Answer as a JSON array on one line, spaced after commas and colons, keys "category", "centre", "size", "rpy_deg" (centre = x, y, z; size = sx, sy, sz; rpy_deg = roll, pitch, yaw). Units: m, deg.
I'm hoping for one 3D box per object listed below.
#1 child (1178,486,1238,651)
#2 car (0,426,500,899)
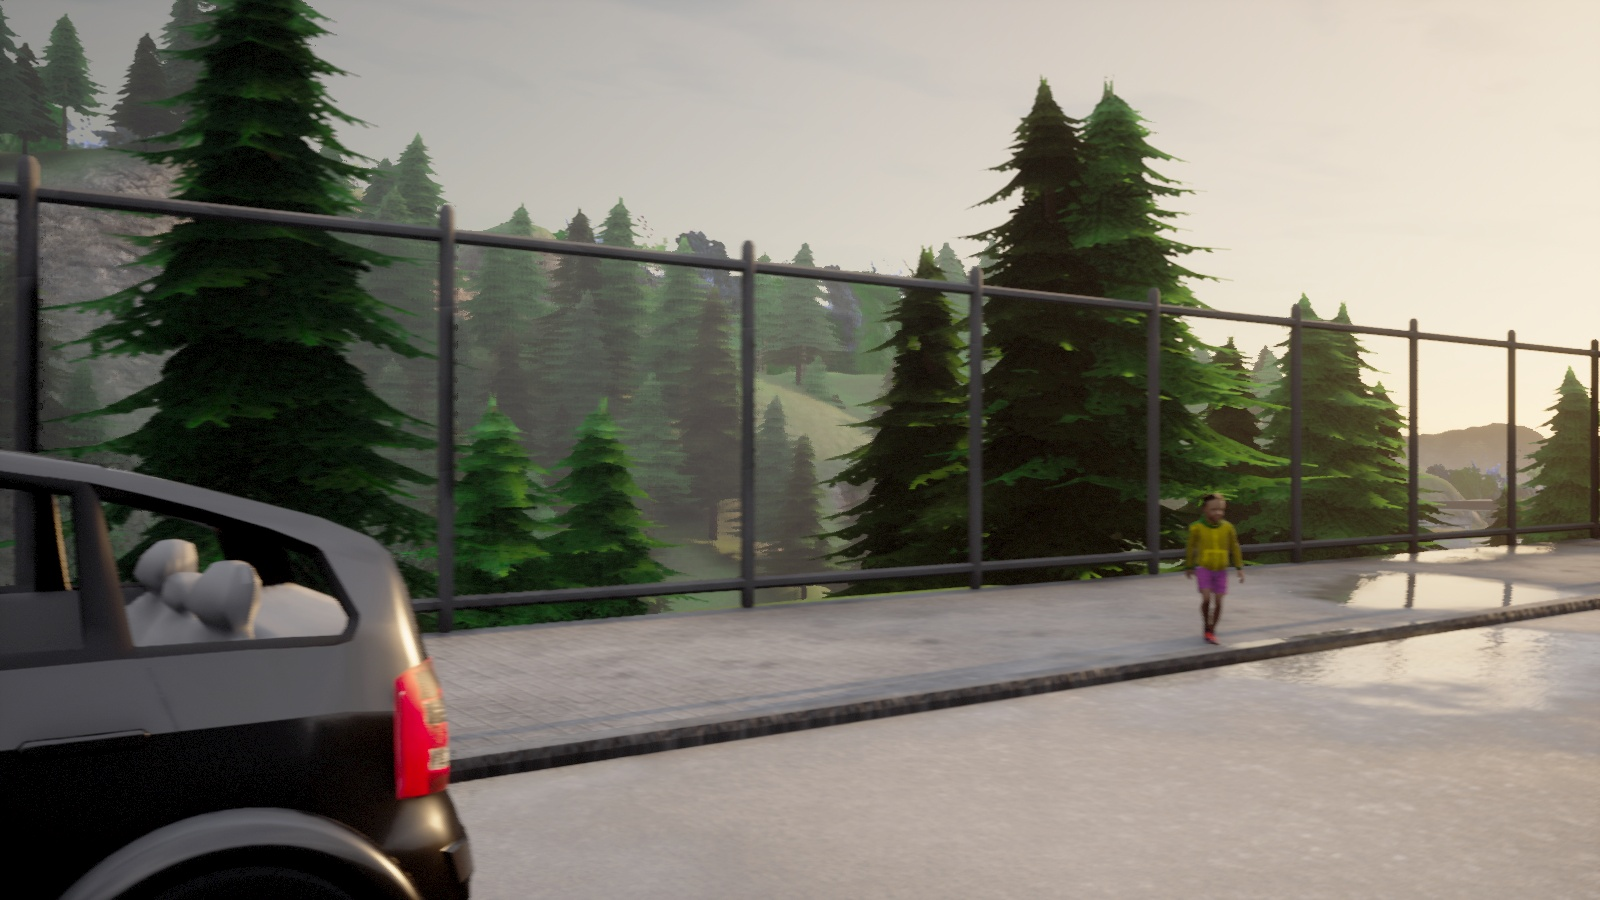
[{"category": "child", "centre": [2.976, 0.851, 9.175], "size": [0.299, 1.160, 0.473], "rpy_deg": [0, 0, 2]}, {"category": "car", "centre": [-2.683, 0.735, 2.398], "size": [3.705, 1.549, 1.789], "rpy_deg": [0, 0, -35]}]
